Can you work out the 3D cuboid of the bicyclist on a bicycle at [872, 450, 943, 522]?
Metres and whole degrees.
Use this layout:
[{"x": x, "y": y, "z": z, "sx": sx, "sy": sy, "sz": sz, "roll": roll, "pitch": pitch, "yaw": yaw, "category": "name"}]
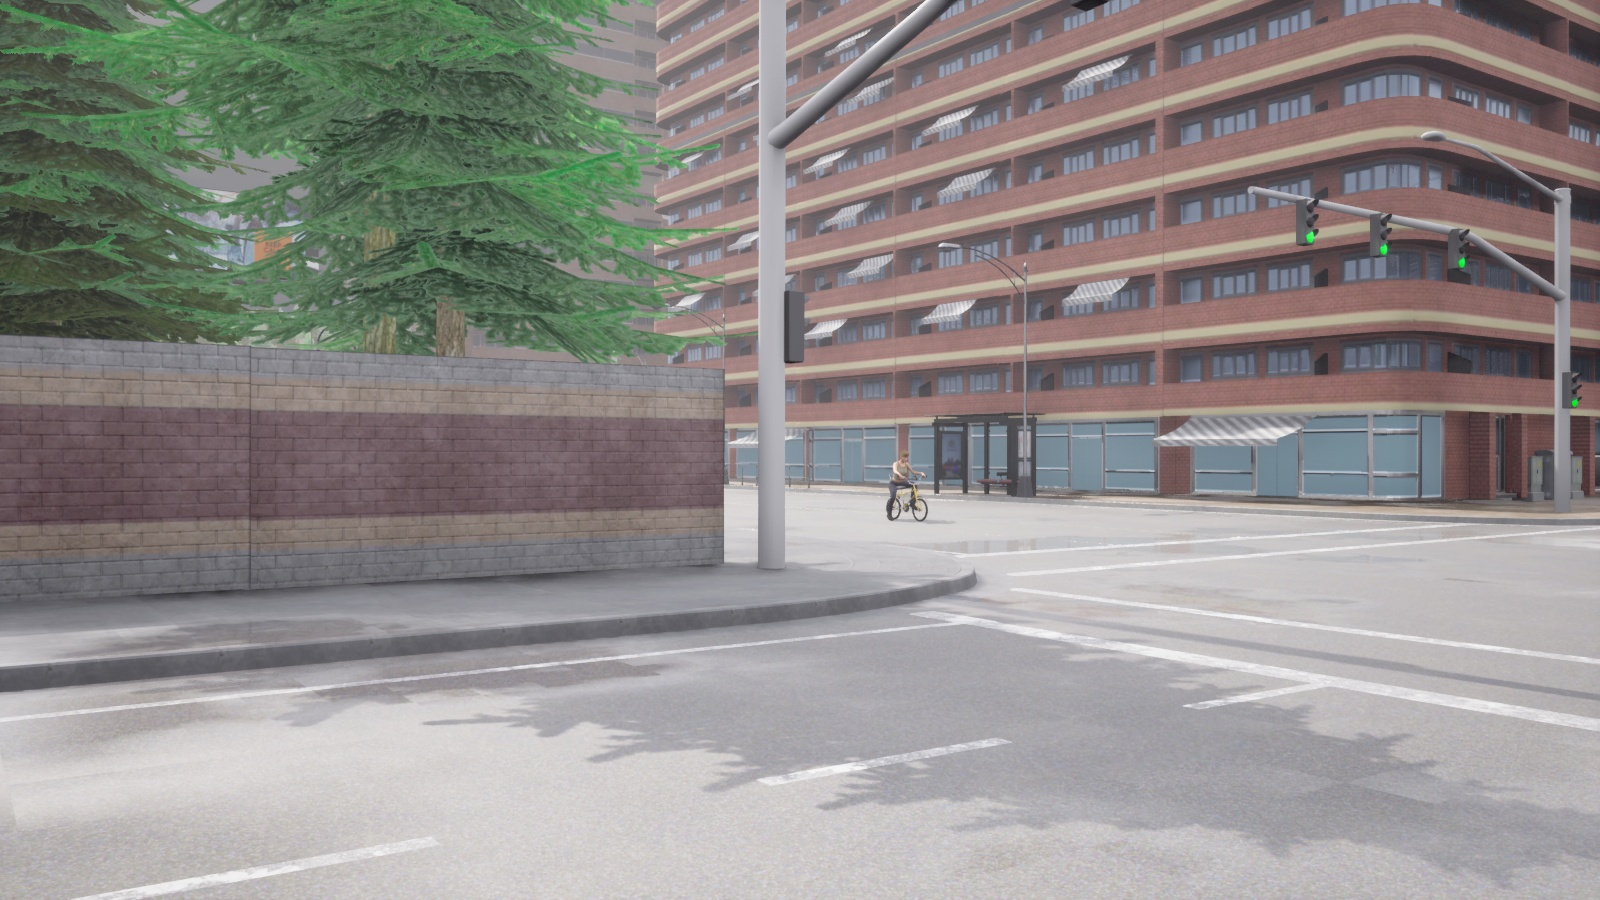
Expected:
[{"x": 2.441, "y": 0.802, "z": 28.703, "sx": 0.866, "sy": 1.612, "sz": 1.509, "roll": 0, "pitch": 0, "yaw": -34, "category": "bicyclist on a bicycle"}]
